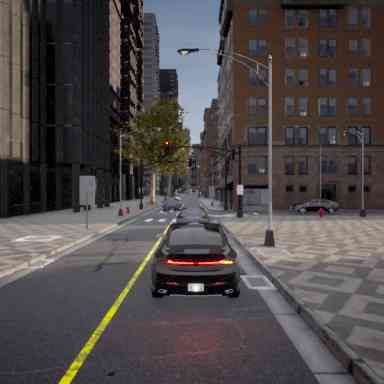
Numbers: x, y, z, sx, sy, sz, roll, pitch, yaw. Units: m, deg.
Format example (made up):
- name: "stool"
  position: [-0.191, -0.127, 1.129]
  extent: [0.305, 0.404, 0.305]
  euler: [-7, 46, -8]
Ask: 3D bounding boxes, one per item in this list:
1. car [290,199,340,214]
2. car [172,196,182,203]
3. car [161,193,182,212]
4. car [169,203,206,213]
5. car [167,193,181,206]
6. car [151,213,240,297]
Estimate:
- name: "car"
  position: [12.610, 1.470, 34.241]
  extent: [4.902, 1.511, 2.128]
  euler: [0, 0, 0]
- name: "car"
  position: [-3.008, 1.597, 69.502]
  extent: [1.895, 1.301, 4.718]
  euler: [0, 0, 0]
- name: "car"
  position: [-2.543, 1.351, 39.278]
  extent: [2.097, 1.767, 4.553]
  euler: [0, 0, -9]
- name: "car"
  position: [0.057, 1.547, 18.263]
  extent: [2.033, 1.411, 5.357]
  euler: [0, 0, 0]
- name: "car"
  position: [-3.093, 1.226, 57.356]
  extent: [2.150, 2.045, 5.566]
  euler: [0, 0, 0]
- name: "car"
  position: [0.082, 1.505, 8.527]
  extent: [1.837, 1.490, 4.892]
  euler: [0, 0, 0]
